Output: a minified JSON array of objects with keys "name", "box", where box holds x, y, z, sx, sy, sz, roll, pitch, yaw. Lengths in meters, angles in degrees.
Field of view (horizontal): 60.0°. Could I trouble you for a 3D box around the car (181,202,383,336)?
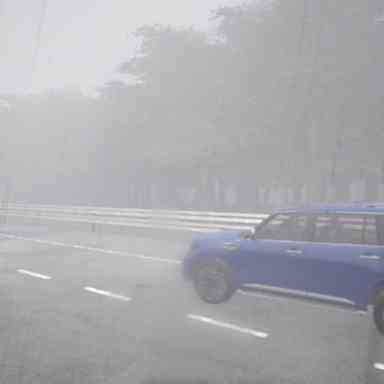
[{"name":"car","box":[2.420,1.224,6.441,5.566,2.045,2.150,0,0,35]}]
